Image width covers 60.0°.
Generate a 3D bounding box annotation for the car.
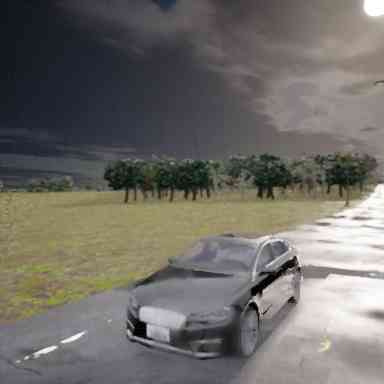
[{"bbox_3d":[0.799,1.606,6.434,2.128,1.511,4.902,0,-1,30],"label":"car"}]
